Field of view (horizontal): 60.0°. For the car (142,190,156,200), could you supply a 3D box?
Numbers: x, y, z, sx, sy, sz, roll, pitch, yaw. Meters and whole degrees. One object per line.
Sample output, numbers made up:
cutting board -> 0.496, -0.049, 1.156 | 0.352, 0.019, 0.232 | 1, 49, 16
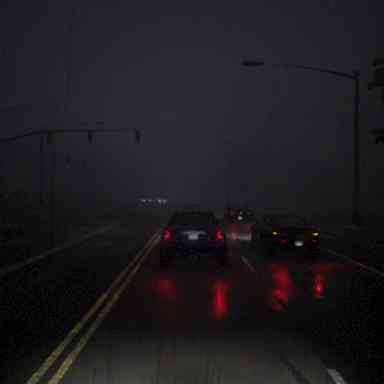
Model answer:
car -> -10.497, 0.828, 79.592 | 2.150, 2.045, 5.566 | 0, 1, 0

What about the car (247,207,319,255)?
car -> 3.567, 1.535, 13.295 | 1.812, 1.442, 4.674 | 0, 0, 1

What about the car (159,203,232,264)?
car -> 0.060, 1.350, 11.983 | 2.097, 1.767, 4.553 | 0, 0, 0

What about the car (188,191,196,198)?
car -> 0.003, 0.674, 95.379 | 2.097, 1.767, 4.553 | 0, 1, 0

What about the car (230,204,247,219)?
car -> 3.556, 1.604, 26.564 | 1.895, 1.301, 4.718 | 0, 0, 0

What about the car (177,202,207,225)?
car -> 0.043, 1.540, 25.241 | 2.033, 1.411, 5.357 | 0, 0, 0

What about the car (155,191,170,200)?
car -> -6.998, 1.138, 79.677 | 2.128, 1.511, 4.902 | 0, 1, 0

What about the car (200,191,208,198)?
car -> 3.502, 0.854, 95.412 | 1.812, 1.442, 4.674 | 0, 1, 0
